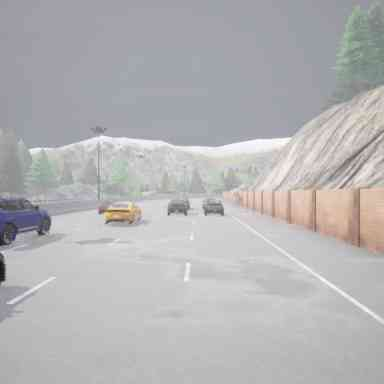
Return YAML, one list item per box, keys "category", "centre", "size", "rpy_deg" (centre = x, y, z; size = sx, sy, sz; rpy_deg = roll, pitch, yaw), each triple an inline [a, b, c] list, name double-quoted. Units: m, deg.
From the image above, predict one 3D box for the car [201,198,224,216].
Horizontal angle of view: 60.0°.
- category: "car"
  centre: [2.113, 1.491, 32.827]
  size: [2.128, 1.511, 4.902]
  rpy_deg: [0, 0, 1]

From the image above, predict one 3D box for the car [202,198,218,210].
- category: "car"
  centre: [2.283, 1.526, 43.275]
  size: [1.812, 1.442, 4.674]
  rpy_deg: [0, 0, 1]

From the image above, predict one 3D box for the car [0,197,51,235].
- category: "car"
  centre: [-8.676, 1.221, 15.474]
  size: [2.150, 2.045, 5.566]
  rpy_deg: [0, 0, 1]

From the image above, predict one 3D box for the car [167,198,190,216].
- category: "car"
  centre: [-1.385, 1.505, 33.003]
  size: [1.837, 1.490, 4.892]
  rpy_deg: [0, 0, 1]

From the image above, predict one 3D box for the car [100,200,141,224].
- category: "car"
  centre: [-5.020, 1.477, 24.775]
  size: [1.882, 1.535, 5.008]
  rpy_deg: [0, 0, 1]

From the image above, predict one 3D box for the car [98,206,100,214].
- category: "car"
  centre: [-8.355, 1.563, 34.828]
  size: [1.994, 1.385, 4.181]
  rpy_deg: [0, 0, 1]

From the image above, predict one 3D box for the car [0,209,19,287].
- category: "car"
  centre: [-5.336, 1.353, 5.810]
  size: [2.097, 1.767, 4.553]
  rpy_deg: [0, 0, 1]
